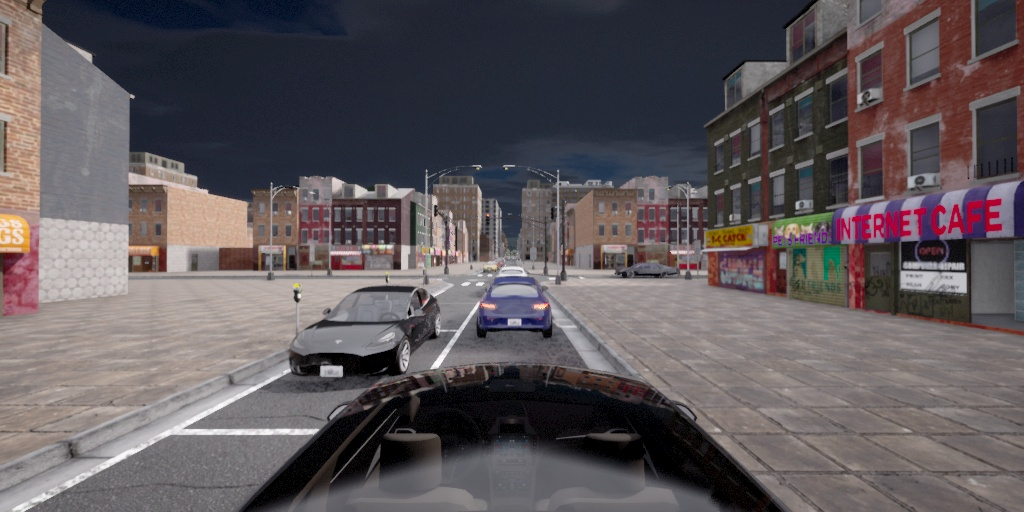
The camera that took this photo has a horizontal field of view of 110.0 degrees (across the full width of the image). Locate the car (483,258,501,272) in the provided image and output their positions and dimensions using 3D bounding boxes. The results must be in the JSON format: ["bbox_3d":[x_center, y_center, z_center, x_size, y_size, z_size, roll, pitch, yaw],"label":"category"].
[{"bbox_3d":[-2.688,1.304,45.019,1.751,1.417,4.829,0,0,0],"label":"car"}]

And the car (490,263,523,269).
[{"bbox_3d":[-0.003,1.277,19.234,1.812,1.442,4.674,0,0,0],"label":"car"}]

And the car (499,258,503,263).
[{"bbox_3d":[-2.694,1.334,50.793,1.888,1.381,4.507,0,0,0],"label":"car"}]

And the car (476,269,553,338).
[{"bbox_3d":[0.069,1.275,10.100,1.812,1.442,4.674,0,0,0],"label":"car"}]

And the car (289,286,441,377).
[{"bbox_3d":[-2.645,1.314,7.420,1.948,1.339,4.313,0,0,0],"label":"car"}]

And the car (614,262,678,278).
[{"bbox_3d":[12.289,1.291,33.021,5.357,1.411,2.033,0,0,0],"label":"car"}]
